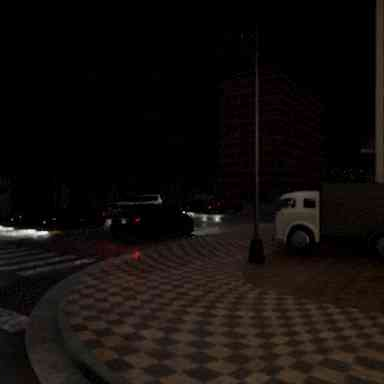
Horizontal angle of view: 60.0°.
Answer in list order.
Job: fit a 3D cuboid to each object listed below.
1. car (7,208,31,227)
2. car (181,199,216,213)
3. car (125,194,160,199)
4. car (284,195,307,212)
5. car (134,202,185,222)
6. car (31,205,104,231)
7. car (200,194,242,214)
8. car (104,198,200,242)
[{"bbox_3d":[-10.484,1.595,23.179,1.994,1.385,4.181,0,0,36],"label":"car"},{"bbox_3d":[0.817,1.594,38.837,1.994,1.385,4.181,0,0,37],"label":"car"},{"bbox_3d":[-5.031,1.252,30.774,2.150,2.045,5.566,0,0,36],"label":"car"},{"bbox_3d":[14.667,1.562,47.085,1.812,1.442,4.674,0,0,26],"label":"car"},{"bbox_3d":[-2.675,1.599,28.037,1.994,1.385,4.181,0,0,36],"label":"car"},{"bbox_3d":[-7.572,1.599,21.221,1.994,1.385,4.181,0,0,34],"label":"car"},{"bbox_3d":[3.456,1.256,36.534,2.150,2.045,5.566,0,0,36],"label":"car"},{"bbox_3d":[-1.863,1.395,16.921,2.097,1.767,4.553,0,0,36],"label":"car"}]
